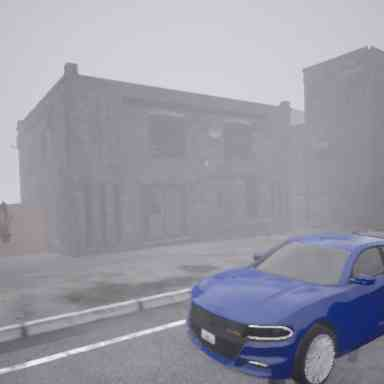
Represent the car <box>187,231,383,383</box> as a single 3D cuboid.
[{"bbox_3d":[2.234,1.459,5.452,5.008,1.535,1.882,0,0,-35],"label":"car"}]
